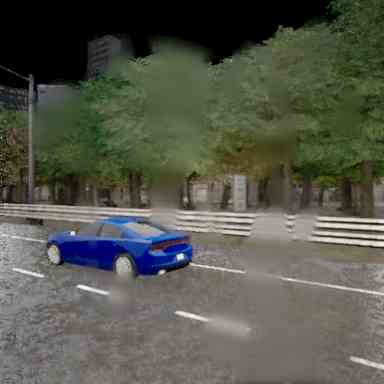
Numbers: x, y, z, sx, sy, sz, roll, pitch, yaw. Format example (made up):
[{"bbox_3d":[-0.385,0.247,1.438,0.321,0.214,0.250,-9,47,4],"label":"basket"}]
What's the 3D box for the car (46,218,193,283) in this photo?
[{"bbox_3d":[-2.311,1.496,9.820,5.008,1.535,1.882,0,0,36],"label":"car"}]
